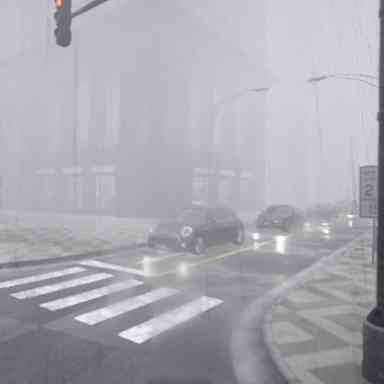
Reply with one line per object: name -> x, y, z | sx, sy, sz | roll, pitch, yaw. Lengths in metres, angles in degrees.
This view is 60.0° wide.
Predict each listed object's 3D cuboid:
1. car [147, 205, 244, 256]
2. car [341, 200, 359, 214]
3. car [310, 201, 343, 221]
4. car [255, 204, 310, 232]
car -> 0.289, 1.380, 13.583 | 2.097, 1.767, 4.553 | 1, 0, 36
car -> 17.475, 1.666, 37.490 | 1.837, 1.490, 4.892 | 1, 1, 36
car -> 11.470, 1.716, 29.169 | 1.895, 1.301, 4.718 | 1, 0, 36
car -> 5.651, 1.575, 21.036 | 1.837, 1.490, 4.892 | 1, 0, 35
